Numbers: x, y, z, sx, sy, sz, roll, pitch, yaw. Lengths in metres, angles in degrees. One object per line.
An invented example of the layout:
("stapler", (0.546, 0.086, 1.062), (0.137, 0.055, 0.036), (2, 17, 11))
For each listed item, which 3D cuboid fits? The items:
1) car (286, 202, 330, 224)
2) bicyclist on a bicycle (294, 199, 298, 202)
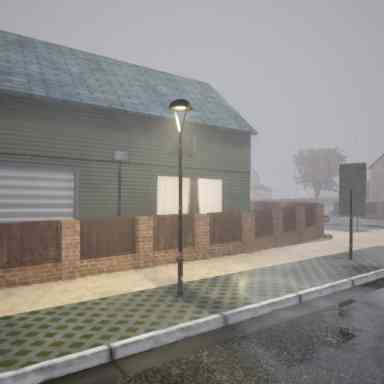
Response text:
("car", (7.483, 1.497, 24.060), (1.882, 1.535, 5.008), (2, -1, -34))
("bicyclist on a bicycle", (9.733, 1.486, 31.277), (1.656, 1.620, 0.582), (1, -1, -34))
